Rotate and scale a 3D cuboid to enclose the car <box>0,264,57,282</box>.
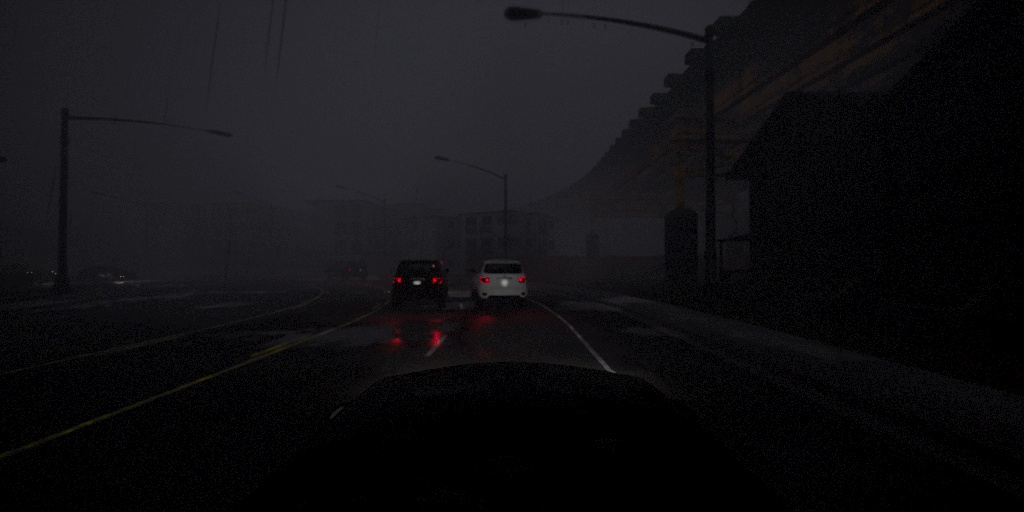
[{"bbox_3d":[-44.289,1.529,32.447,4.553,1.767,2.097,0,-1,2],"label":"car"}]

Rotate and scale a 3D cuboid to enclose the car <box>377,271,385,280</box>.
[{"bbox_3d":[-12.049,1.844,37.061,4.718,1.301,1.895,-1,-1,42],"label":"car"}]

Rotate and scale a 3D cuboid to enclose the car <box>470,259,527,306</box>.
[{"bbox_3d":[-0.751,1.189,17.264,2.150,2.045,5.566,0,-1,-10],"label":"car"}]

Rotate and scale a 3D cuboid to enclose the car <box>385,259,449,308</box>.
[{"bbox_3d":[-4.166,1.181,16.714,2.150,2.045,5.566,0,-1,-9],"label":"car"}]

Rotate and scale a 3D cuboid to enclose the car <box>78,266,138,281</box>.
[{"bbox_3d":[-40.310,1.731,35.806,4.892,1.490,1.837,0,-1,2],"label":"car"}]

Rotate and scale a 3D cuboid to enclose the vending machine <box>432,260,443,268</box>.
[{"bbox_3d":[-8.710,1.508,41.961,0.880,2.100,1.100,0,0,41],"label":"vending machine"}]

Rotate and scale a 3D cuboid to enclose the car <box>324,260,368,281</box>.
[{"bbox_3d":[-16.871,1.458,36.492,5.566,2.045,2.150,0,-1,37],"label":"car"}]
